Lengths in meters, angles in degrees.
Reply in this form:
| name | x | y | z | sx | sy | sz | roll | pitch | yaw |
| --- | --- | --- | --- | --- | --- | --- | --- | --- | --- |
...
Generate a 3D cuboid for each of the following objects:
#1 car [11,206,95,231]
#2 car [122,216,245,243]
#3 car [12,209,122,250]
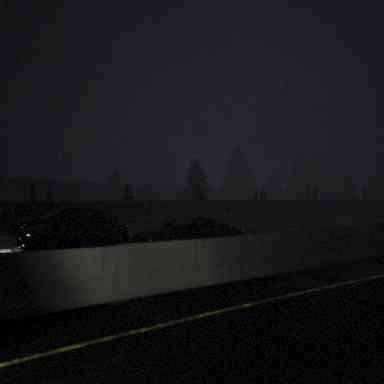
| name | x | y | z | sx | sy | sz | roll | pitch | yaw |
| --- | --- | --- | --- | --- | --- | --- | --- | --- | --- |
| car | -6.089 | 1.455 | 16.463 | 5.008 | 1.535 | 1.882 | 0 | 0 | -32 |
| car | -0.083 | 1.564 | 11.951 | 4.181 | 1.385 | 1.994 | 0 | 0 | -30 |
| car | -4.605 | 1.546 | 13.250 | 4.181 | 1.385 | 1.994 | 0 | 0 | -33 |
